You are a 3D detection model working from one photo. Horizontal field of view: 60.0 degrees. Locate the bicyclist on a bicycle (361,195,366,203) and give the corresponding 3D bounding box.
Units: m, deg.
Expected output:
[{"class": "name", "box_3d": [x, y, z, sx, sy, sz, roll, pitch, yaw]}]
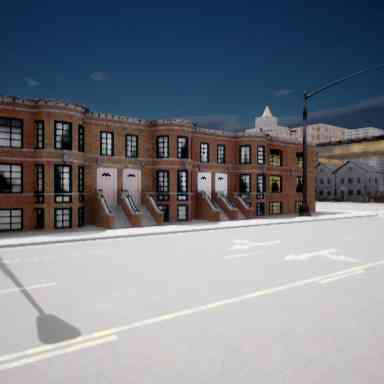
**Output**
[{"class": "bicyclist on a bicycle", "box_3d": [30.776, 1.274, 59.648, 1.656, 1.620, 0.582, 0, 0, -35]}]
